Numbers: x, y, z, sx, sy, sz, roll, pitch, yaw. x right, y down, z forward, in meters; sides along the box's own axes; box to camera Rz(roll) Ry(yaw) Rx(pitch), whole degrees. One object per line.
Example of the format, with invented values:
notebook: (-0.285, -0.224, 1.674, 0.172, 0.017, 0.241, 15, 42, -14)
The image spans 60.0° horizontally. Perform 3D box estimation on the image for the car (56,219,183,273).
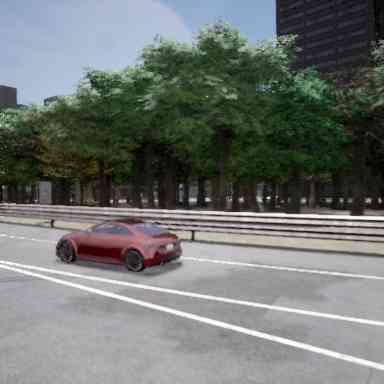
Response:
car: (-2.395, 1.580, 10.734, 4.181, 1.385, 1.994, 0, 0, 29)
